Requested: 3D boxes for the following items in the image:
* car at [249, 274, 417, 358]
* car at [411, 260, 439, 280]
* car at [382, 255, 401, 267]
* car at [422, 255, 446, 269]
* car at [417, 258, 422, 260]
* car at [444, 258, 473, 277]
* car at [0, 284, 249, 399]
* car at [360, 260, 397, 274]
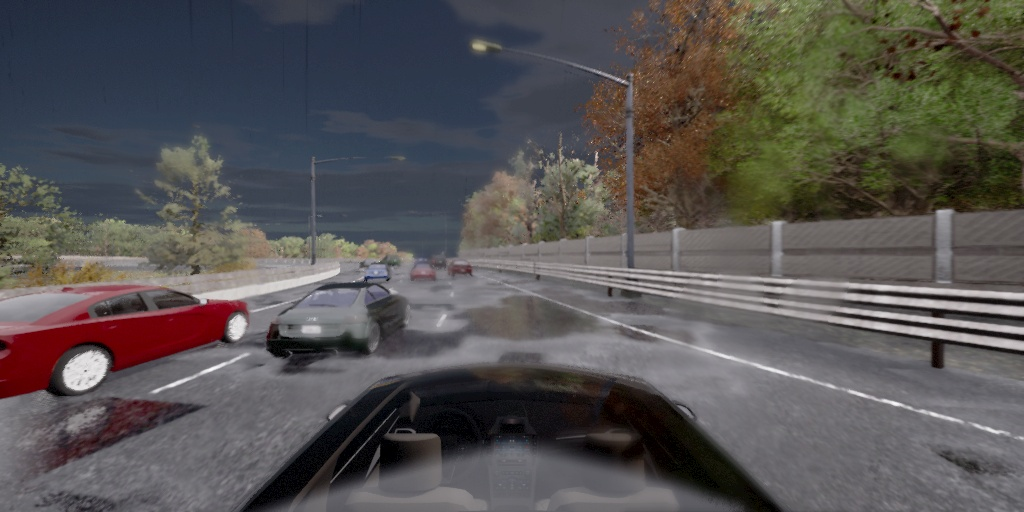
[{"bbox_3d":[-3.784,1.312,8.567,1.994,1.385,4.181,0,0,-3],"label":"car"},{"bbox_3d":[-7.365,1.250,29.781,1.994,1.385,4.181,0,0,-14],"label":"car"},{"bbox_3d":[-20.065,0.875,59.394,2.150,2.045,5.566,-1,0,-34],"label":"car"},{"bbox_3d":[-10.115,0.849,47.971,2.150,2.045,5.566,0,0,-23],"label":"car"},{"bbox_3d":[-12.636,1.102,53.967,1.882,1.535,5.008,0,0,-22],"label":"car"},{"bbox_3d":[-4.947,1.132,33.767,1.882,1.535,5.008,0,0,-16],"label":"car"},{"bbox_3d":[-7.167,1.256,6.593,1.882,1.535,5.008,0,0,-2],"label":"car"},{"bbox_3d":[-10.562,1.260,28.545,2.033,1.411,5.357,0,0,-15],"label":"car"}]
